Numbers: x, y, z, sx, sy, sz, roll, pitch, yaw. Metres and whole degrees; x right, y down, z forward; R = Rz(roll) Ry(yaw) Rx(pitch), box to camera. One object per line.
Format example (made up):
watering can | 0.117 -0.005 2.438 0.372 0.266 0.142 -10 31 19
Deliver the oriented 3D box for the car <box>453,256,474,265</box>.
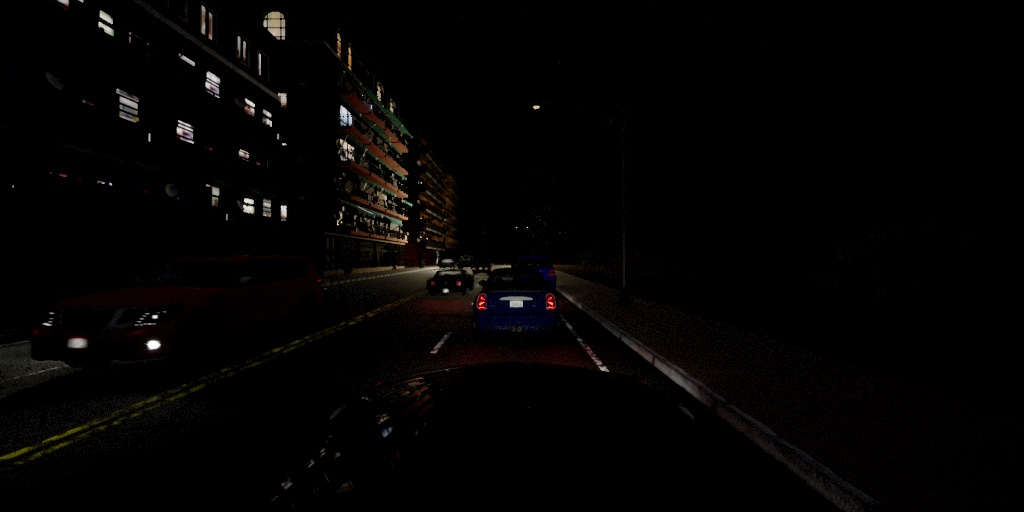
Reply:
car | -6.593 0.975 51.692 2.150 2.045 5.566 0 0 0

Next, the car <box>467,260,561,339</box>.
car | 0.099 1.104 10.228 2.097 1.767 4.553 0 0 0

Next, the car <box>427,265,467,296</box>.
car | -3.151 1.354 19.362 1.895 1.301 4.718 0 0 0

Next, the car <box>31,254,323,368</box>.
car | -6.602 0.973 8.214 2.150 2.045 5.566 0 0 0

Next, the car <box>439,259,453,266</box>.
car | -9.836 1.245 54.567 2.128 1.511 4.902 0 0 0

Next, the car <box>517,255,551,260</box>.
car | 1.138 0.978 19.803 2.150 2.045 5.566 0 0 0

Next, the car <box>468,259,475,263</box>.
car | -3.149 1.301 38.392 2.033 1.411 5.357 0 0 0
